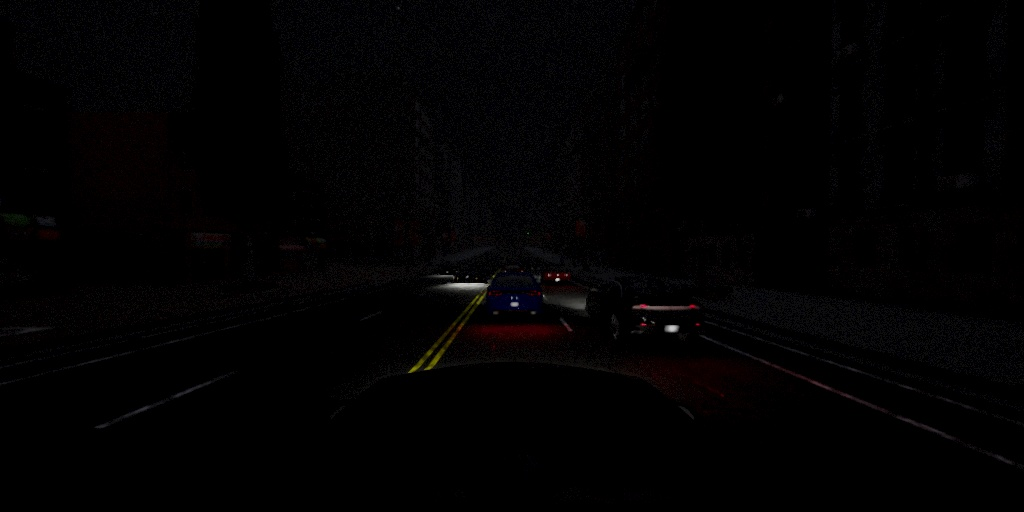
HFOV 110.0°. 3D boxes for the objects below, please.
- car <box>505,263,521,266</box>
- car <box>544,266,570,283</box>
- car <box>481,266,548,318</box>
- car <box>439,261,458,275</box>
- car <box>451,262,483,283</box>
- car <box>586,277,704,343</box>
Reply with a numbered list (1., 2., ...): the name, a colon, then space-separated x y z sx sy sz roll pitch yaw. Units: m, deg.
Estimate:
1. car: 0.077 1.317 30.343 1.812 1.442 4.674 0 0 0
2. car: 3.328 1.407 28.329 1.895 1.301 4.718 0 0 0
3. car: 0.085 1.311 13.387 1.882 1.535 5.008 0 0 0
4. car: -6.604 1.244 39.232 2.033 1.411 5.357 0 1 0
5. car: -3.363 1.367 28.921 1.994 1.385 4.181 0 0 0
6. car: 3.329 1.309 9.872 2.128 1.511 4.902 0 0 0
